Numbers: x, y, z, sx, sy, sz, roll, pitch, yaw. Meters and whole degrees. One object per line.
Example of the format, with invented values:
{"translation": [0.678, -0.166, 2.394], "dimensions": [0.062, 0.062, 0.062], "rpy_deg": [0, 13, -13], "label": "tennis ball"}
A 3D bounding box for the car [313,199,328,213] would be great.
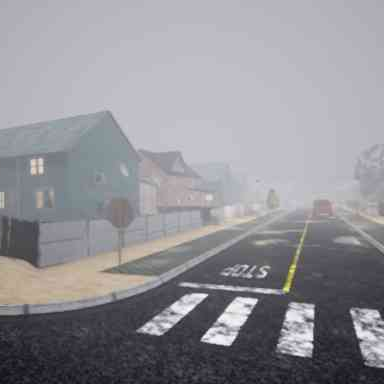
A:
{"translation": [20.298, 2.129, 52.668], "dimensions": [2.150, 2.045, 5.566], "rpy_deg": [-1, -1, 20], "label": "car"}

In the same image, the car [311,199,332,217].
{"translation": [15.833, 1.913, 40.595], "dimensions": [2.150, 2.045, 5.566], "rpy_deg": [-1, -1, 20], "label": "car"}
